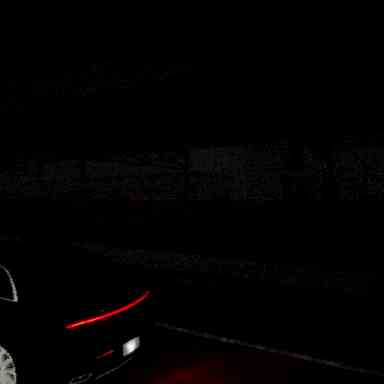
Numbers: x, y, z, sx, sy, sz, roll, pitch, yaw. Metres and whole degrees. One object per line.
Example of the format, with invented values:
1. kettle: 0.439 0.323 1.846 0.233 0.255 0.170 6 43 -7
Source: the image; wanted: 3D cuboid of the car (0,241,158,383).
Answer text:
1. car: -2.823 1.511 4.964 4.892 1.490 1.837 0 0 28
